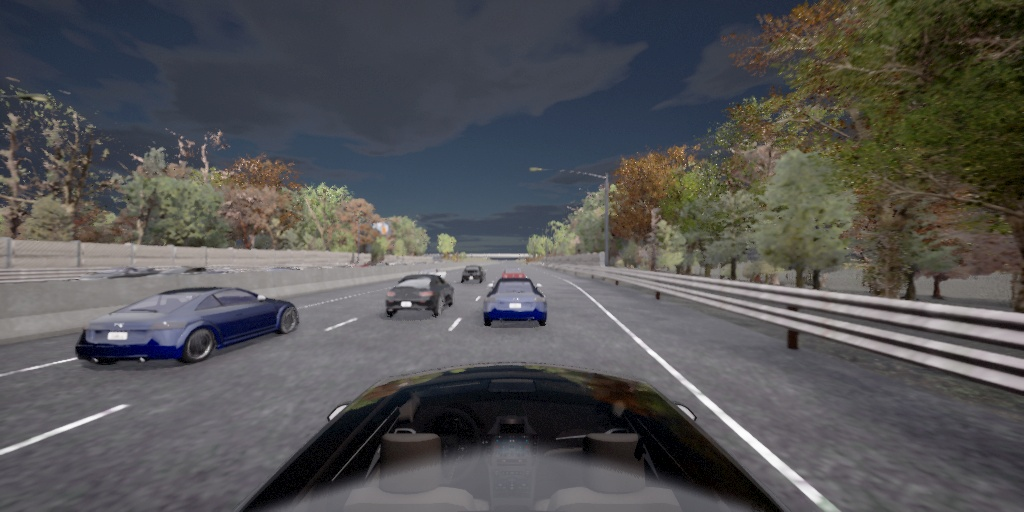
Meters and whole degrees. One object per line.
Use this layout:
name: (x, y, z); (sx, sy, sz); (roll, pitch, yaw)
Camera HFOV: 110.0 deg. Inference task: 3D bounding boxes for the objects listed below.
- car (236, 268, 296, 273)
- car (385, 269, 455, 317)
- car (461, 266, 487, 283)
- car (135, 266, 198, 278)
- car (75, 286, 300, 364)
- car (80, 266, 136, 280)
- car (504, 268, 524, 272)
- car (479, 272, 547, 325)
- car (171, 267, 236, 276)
car: (-17.597, 1.584, 27.117); (2.033, 1.411, 5.357); (0, -1, 0)
car: (-3.401, 1.410, 13.835); (1.812, 1.442, 4.674); (0, -1, 0)
car: (-3.397, 1.604, 32.269); (1.837, 1.490, 4.892); (0, -1, 0)
car: (-24.594, 1.538, 26.882); (1.837, 1.490, 4.892); (0, -1, 0)
car: (-6.907, 1.387, 8.288); (1.994, 1.385, 4.181); (0, -1, 0)
car: (-27.799, 1.511, 25.744); (2.128, 1.511, 4.902); (0, -1, -2)
car: (0.102, 1.681, 30.670); (1.895, 1.301, 4.718); (0, -1, 0)
car: (0.097, 1.433, 12.380); (1.994, 1.385, 4.181); (0, -1, 0)
car: (-21.097, 1.620, 25.688); (1.895, 1.301, 4.718); (0, -1, 0)
